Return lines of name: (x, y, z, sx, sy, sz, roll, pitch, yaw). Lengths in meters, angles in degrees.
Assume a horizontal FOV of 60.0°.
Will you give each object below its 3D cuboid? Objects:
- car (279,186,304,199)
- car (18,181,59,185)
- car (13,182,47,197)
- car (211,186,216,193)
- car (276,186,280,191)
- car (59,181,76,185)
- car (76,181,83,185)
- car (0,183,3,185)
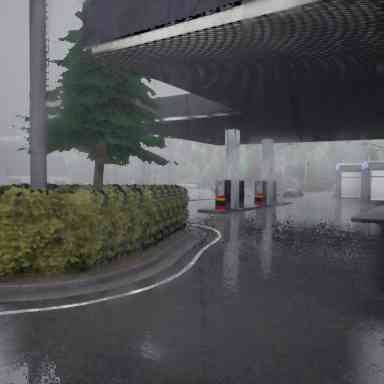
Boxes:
car: (15.082, 0.181, 49.378, 1.812, 1.442, 4.674, 2, 2, 36)
car: (-16.342, -0.105, 35.235, 3.866, 1.878, 1.905, 2, 2, 36)
car: (-20.758, -0.365, 42.524, 4.605, 1.855, 1.932, 2, 2, 36)
car: (6.267, -0.616, 65.257, 5.027, 1.636, 2.152, 2, 2, 36)
car: (20.143, -0.802, 80.955, 4.902, 1.511, 2.128, 2, 2, 36)
car: (-25.403, -1.183, 65.629, 3.866, 1.878, 1.905, 2, 2, 36)
car: (-24.023, -1.234, 68.218, 4.605, 1.855, 1.932, 2, 2, 36)
car: (-32.947, -0.841, 55.301, 5.027, 1.636, 2.152, 2, 2, 36)
